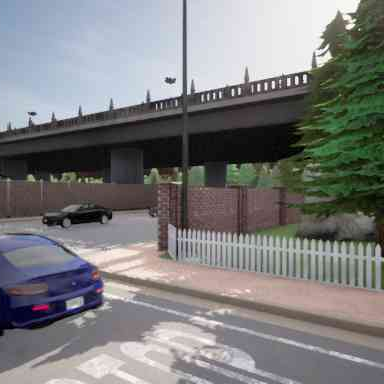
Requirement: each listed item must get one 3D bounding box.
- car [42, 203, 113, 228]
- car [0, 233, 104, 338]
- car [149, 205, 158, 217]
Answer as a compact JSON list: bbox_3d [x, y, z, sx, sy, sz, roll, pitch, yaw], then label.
[{"bbox_3d":[-7.778,1.537,22.958,1.882,1.535,5.008,0,0,35],"label":"car"},{"bbox_3d":[-3.659,1.531,6.418,4.674,1.442,1.812,0,0,35],"label":"car"},{"bbox_3d":[-2.009,1.411,31.279,2.097,1.767,4.553,0,0,35],"label":"car"}]
